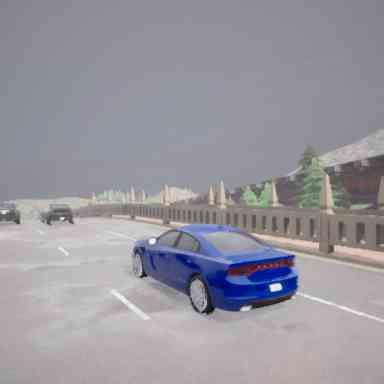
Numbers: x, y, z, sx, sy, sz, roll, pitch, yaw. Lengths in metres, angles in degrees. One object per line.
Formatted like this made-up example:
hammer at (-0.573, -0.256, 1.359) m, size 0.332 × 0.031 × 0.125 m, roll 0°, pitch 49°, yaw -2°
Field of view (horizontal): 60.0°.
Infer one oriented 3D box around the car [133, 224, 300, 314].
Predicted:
car at (0.187, 1.508, 7.902) m, size 1.882 × 1.535 × 5.008 m, roll 0°, pitch 0°, yaw -31°

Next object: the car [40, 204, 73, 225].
car at (-10.536, 1.704, 25.864) m, size 1.837 × 1.490 × 4.892 m, roll 0°, pitch -1°, yaw -31°

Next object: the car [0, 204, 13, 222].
car at (-20.667, 2.340, 36.007) m, size 2.097 × 1.767 × 4.553 m, roll 0°, pitch -5°, yaw -31°

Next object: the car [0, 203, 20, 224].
car at (-15.064, 1.659, 26.620) m, size 2.097 × 1.767 × 4.553 m, roll 0°, pitch -2°, yaw -31°
